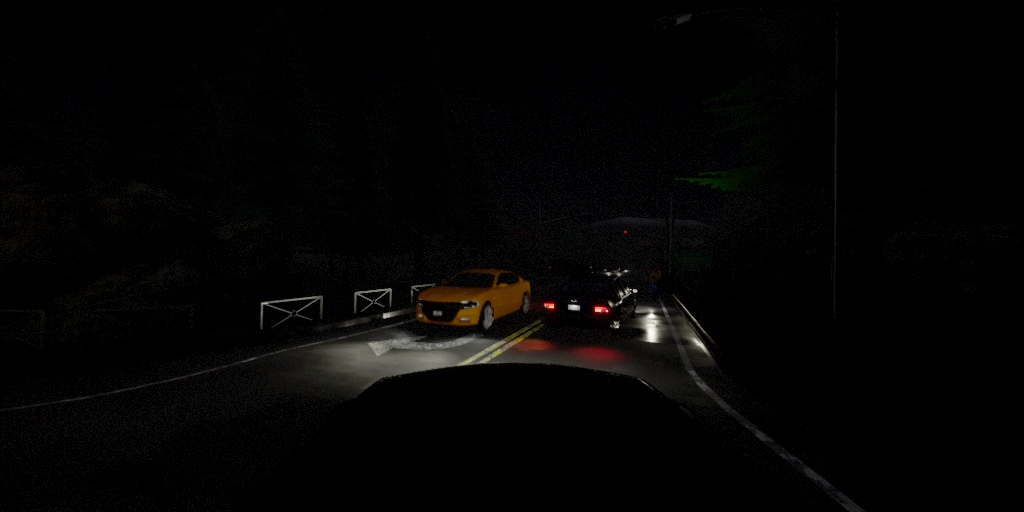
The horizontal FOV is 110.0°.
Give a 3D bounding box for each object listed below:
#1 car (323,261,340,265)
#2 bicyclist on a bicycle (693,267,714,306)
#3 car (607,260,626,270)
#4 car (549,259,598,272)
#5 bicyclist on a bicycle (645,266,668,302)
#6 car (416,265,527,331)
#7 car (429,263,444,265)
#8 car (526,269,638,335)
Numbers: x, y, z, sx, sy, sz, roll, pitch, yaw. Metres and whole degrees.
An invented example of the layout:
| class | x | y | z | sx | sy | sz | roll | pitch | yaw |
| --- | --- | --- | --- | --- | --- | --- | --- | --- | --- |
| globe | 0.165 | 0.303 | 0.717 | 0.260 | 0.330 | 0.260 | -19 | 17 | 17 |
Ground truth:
| class | x | y | z | sx | sy | sz | roll | pitch | yaw |
| --- | --- | --- | --- | --- | --- | --- | --- | --- | --- |
| car | -26.437 | 1.399 | 53.699 | 4.181 | 1.385 | 1.994 | 1 | -1 | 26 |
| bicyclist on a bicycle | 8.086 | 1.303 | 15.101 | 1.656 | 1.620 | 0.582 | 1 | 0 | -34 |
| car | 17.197 | 1.690 | 59.775 | 2.150 | 2.045 | 5.566 | 1 | -1 | 21 |
| car | 6.790 | 1.382 | 39.589 | 5.566 | 2.045 | 2.150 | -1 | -3 | 33 |
| bicyclist on a bicycle | 6.661 | 1.290 | 16.505 | 1.656 | 1.620 | 0.582 | 1 | -1 | -31 |
| car | -0.901 | 1.129 | 10.882 | 1.882 | 1.535 | 5.008 | 1 | -1 | 20 |
| car | -9.561 | 1.610 | 46.735 | 4.181 | 1.385 | 1.994 | 1 | -1 | 21 |
| car | 2.447 | 1.250 | 10.358 | 2.033 | 1.411 | 5.357 | 1 | -1 | 25 |
